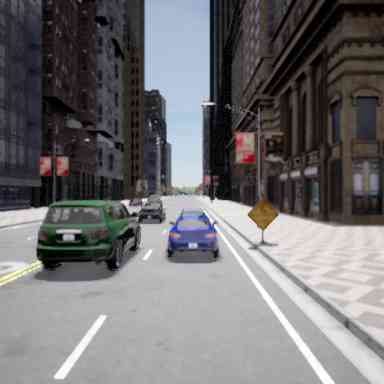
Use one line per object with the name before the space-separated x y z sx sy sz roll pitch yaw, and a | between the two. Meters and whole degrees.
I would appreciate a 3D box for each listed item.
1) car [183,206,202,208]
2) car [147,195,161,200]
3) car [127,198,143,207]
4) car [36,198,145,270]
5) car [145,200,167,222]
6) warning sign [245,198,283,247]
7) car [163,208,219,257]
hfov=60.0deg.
car | 0.045 1.752 26.928 1.895 1.301 4.718 0 0 0
car | -6.541 1.557 57.648 2.150 2.045 5.566 0 0 1
car | -9.794 1.841 57.713 1.837 1.490 4.892 0 0 1
car | -3.212 1.287 11.409 2.150 2.045 5.566 0 0 1
car | -3.198 1.661 27.560 1.837 1.490 4.892 0 0 0
warning sign | 2.852 1.190 13.389 1.300 1.860 1.060 0 0 0
car | 0.054 1.599 13.193 1.812 1.442 4.674 0 0 1
